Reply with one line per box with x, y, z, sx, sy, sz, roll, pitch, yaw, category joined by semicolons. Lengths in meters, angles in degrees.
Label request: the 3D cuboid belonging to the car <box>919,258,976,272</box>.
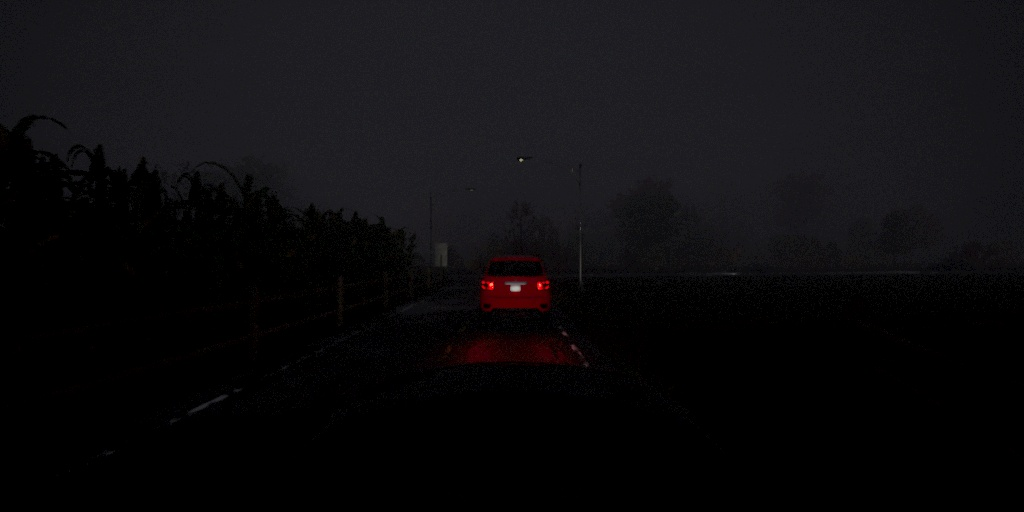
48.566;0.995;40.097;4.902;1.511;2.128;0;0;1;car

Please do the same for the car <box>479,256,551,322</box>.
0.101;1.022;12.628;2.150;2.045;5.566;0;-1;0;car

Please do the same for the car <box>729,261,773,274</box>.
26.926;1.261;40.447;4.181;1.385;1.994;-1;0;1;car
